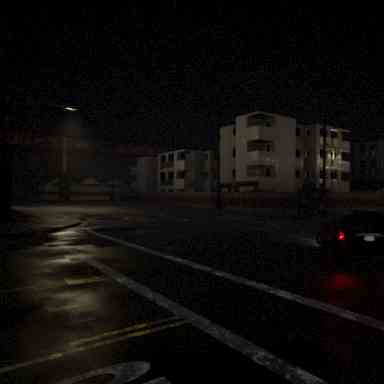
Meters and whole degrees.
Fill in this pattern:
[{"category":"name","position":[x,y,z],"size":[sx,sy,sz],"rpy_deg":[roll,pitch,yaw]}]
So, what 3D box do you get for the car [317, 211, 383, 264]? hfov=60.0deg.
[{"category":"car","position":[5.945,1.458,12.148],"size":[2.097,1.767,4.553],"rpy_deg":[0,0,15]}]
